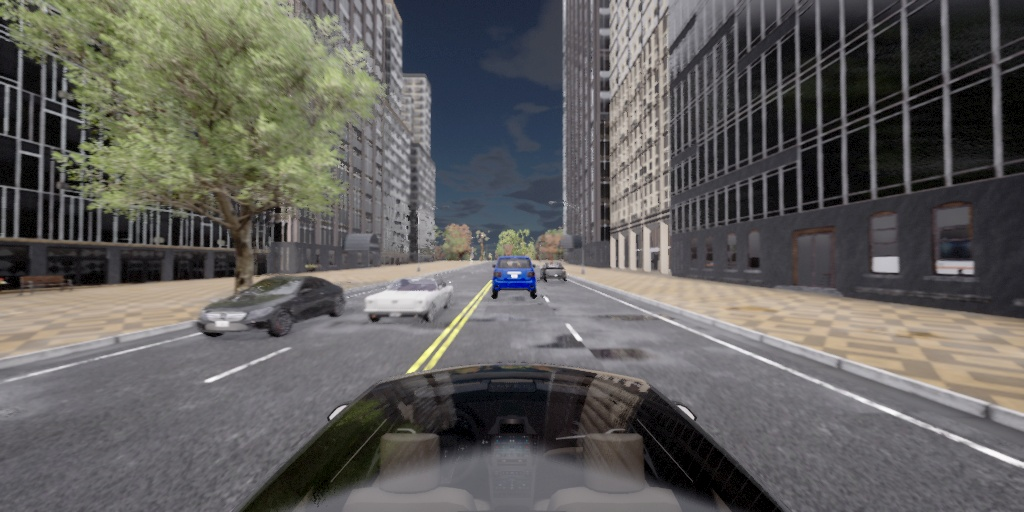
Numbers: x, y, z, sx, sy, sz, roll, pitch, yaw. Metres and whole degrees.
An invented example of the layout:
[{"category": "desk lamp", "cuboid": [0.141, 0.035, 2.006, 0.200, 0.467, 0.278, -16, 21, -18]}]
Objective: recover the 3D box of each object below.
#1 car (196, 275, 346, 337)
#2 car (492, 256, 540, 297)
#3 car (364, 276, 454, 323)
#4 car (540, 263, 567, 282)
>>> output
[{"category": "car", "cuboid": [-6.570, 1.298, 10.479, 1.812, 1.442, 4.674, 0, 0, 0]}, {"category": "car", "cuboid": [0.109, 1.015, 19.148, 2.150, 2.045, 5.566, 0, 0, 0]}, {"category": "car", "cuboid": [-3.306, 1.377, 12.372, 1.895, 1.301, 4.718, 0, 0, 0]}, {"category": "car", "cuboid": [3.365, 1.310, 29.957, 2.128, 1.511, 4.902, 0, 0, 0]}]
